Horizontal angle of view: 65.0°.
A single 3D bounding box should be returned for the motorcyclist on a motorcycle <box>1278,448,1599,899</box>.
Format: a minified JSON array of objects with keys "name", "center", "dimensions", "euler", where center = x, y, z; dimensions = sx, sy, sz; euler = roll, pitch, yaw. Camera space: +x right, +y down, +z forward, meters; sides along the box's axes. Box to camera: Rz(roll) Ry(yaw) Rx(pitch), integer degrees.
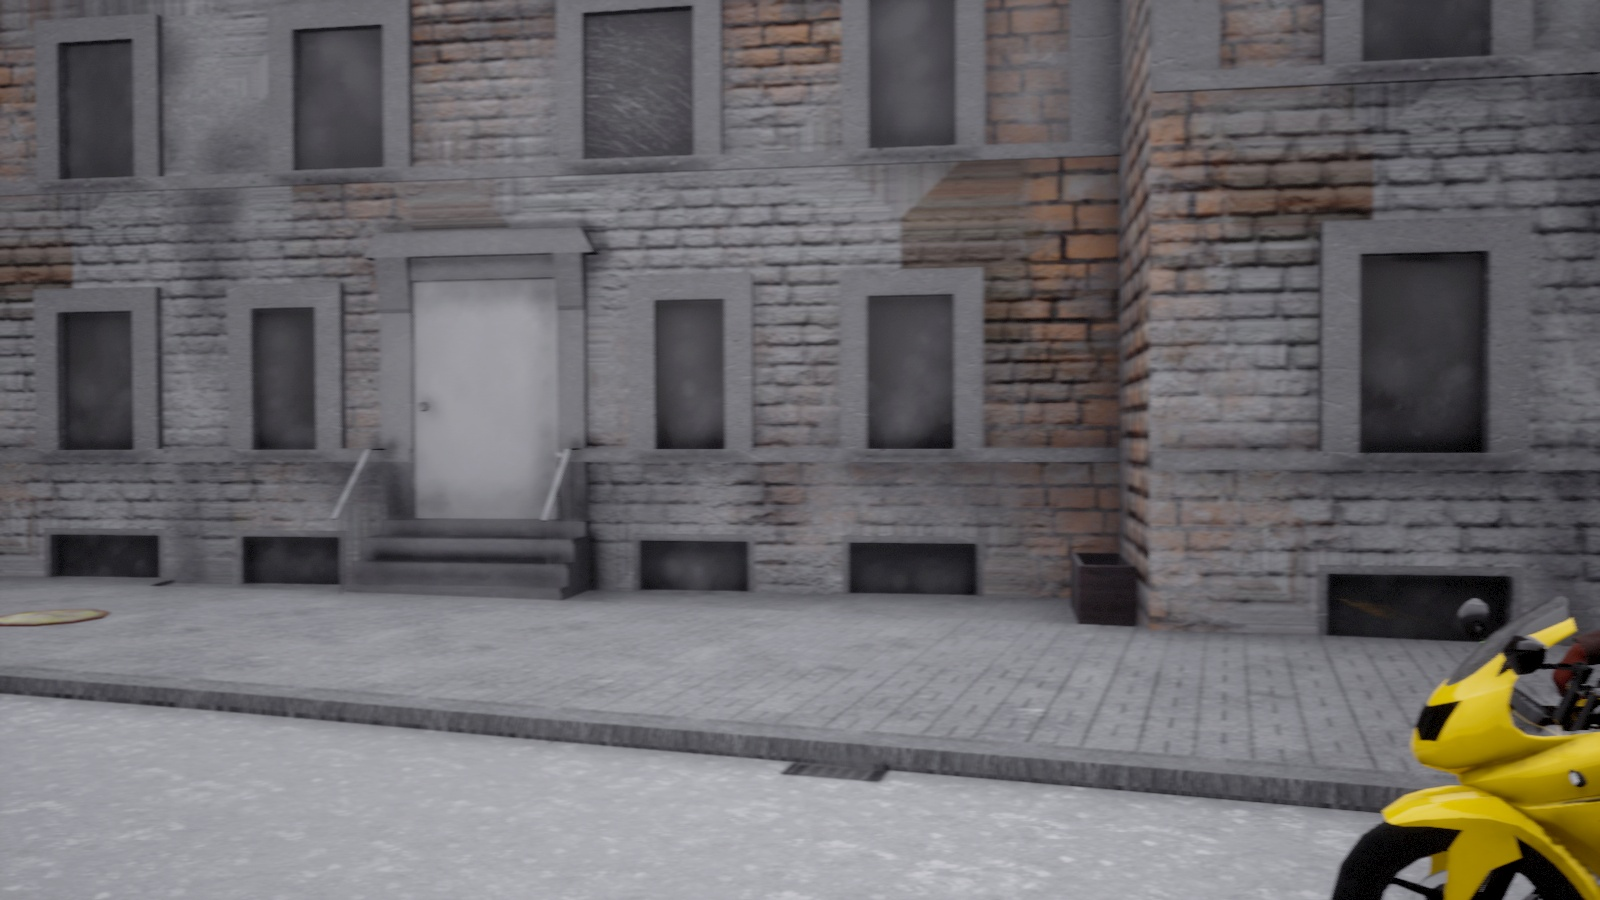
[{"name":"motorcyclist on a motorcycle","center":[2.240,0.770,2.958],"dimensions":[2.044,1.523,0.797],"euler":[1,1,19]}]
